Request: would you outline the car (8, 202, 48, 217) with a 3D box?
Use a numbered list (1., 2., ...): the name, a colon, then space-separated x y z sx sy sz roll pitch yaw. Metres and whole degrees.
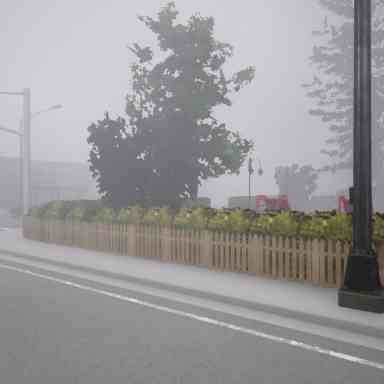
1. car: -14.002 1.601 30.308 1.895 1.301 4.718 0 0 35
